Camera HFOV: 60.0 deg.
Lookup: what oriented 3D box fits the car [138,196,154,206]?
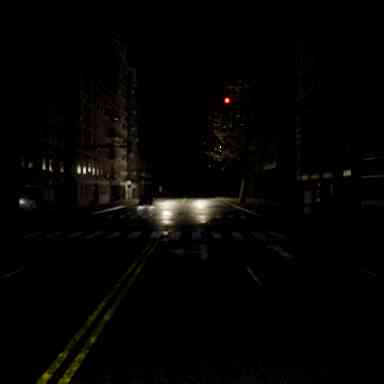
[{"bbox_3d":[-6.538,1.305,47.982,1.812,1.442,4.674,0,1,0],"label":"car"}]
